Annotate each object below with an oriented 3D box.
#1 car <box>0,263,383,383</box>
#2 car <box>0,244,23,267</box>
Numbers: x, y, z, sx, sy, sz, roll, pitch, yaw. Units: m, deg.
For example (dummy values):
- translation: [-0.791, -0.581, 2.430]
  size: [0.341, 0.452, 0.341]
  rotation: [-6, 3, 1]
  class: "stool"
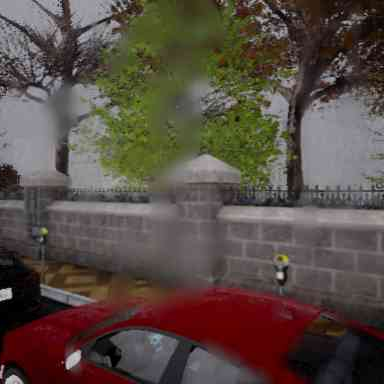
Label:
- translation: [0.073, 1.546, 2.849]
  size: [4.507, 1.381, 1.887]
  rotation: [0, 0, 36]
  class: "car"
- translation: [-4.516, 1.569, 6.138]
  size: [4.313, 1.339, 1.947]
  rotation: [0, 0, 36]
  class: "car"
